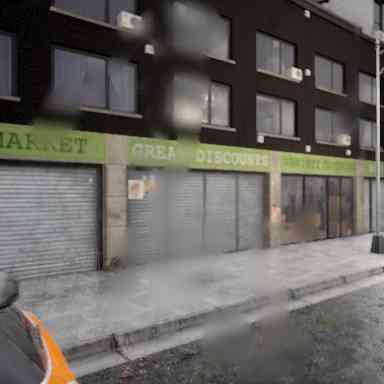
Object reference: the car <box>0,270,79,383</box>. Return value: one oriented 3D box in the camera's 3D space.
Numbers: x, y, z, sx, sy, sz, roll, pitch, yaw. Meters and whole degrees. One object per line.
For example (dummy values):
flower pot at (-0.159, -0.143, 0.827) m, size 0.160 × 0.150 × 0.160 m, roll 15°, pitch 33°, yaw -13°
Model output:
car at (-2.790, 1.365, 1.391) m, size 4.553 × 1.767 × 2.097 m, roll 0°, pitch 0°, yaw -35°
